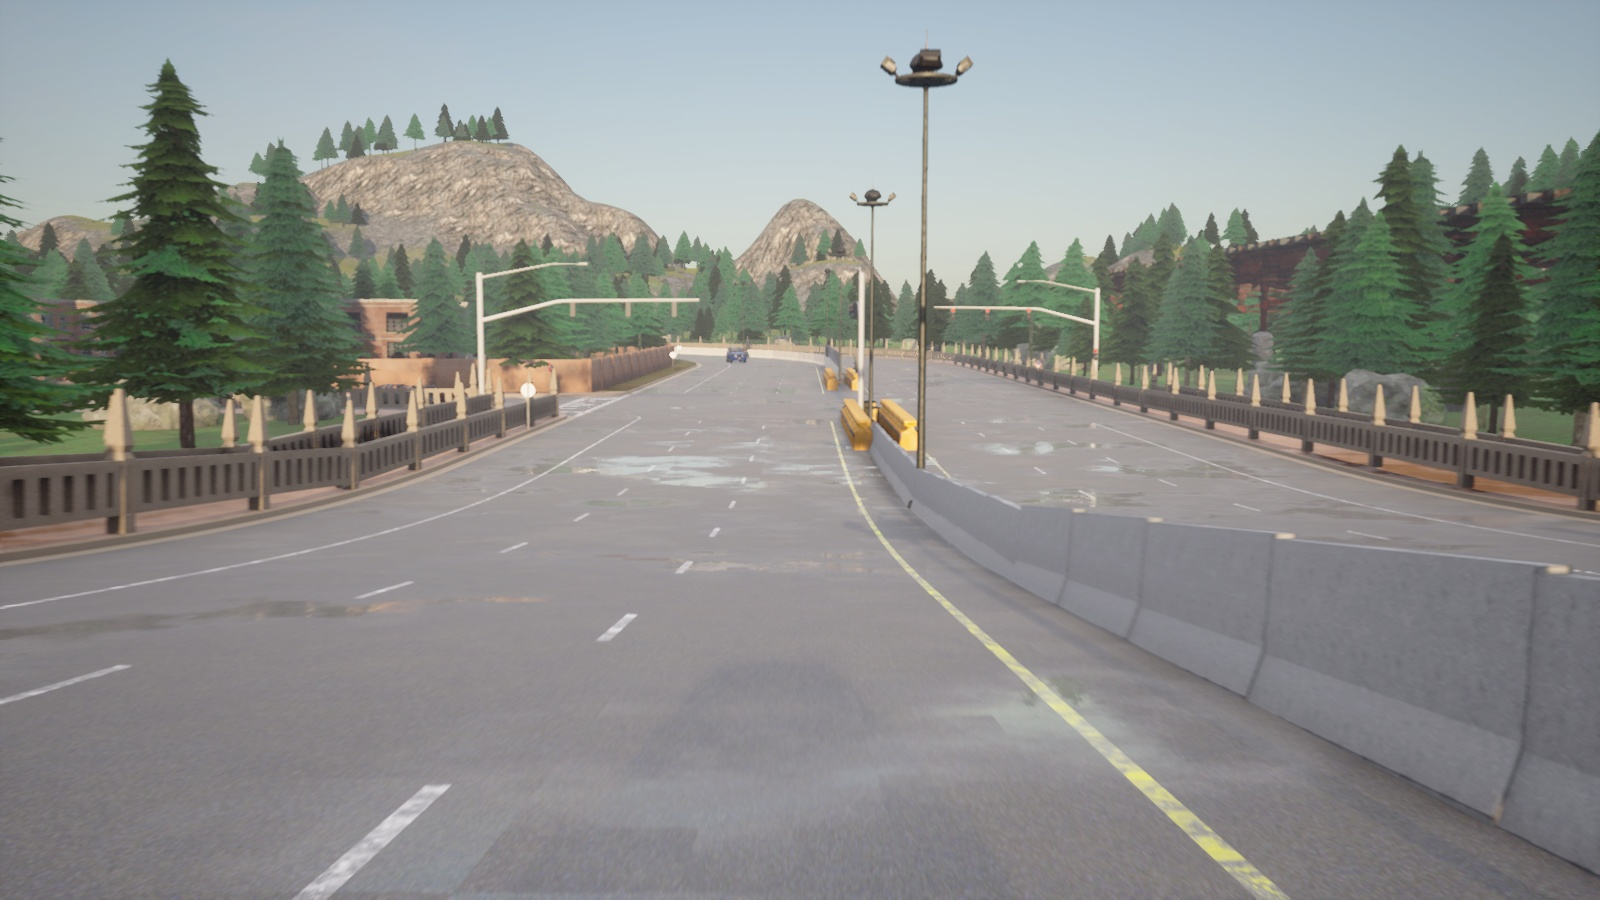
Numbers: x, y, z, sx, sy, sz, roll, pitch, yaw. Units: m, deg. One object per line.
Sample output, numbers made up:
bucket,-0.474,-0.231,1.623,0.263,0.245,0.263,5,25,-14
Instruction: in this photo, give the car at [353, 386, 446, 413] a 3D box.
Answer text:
car,-24.118,-3.049,75.774,4.902,1.511,2.128,0,6,0
